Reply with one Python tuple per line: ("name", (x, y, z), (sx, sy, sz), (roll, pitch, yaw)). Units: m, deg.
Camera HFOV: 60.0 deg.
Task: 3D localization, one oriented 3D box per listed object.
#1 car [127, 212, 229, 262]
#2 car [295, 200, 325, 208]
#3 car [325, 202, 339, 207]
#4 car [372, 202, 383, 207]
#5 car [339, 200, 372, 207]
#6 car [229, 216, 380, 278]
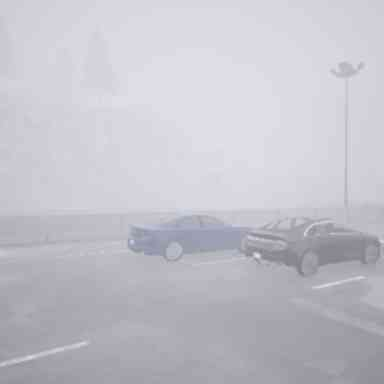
("car", (0.152, 1.475, 12.096), (5.008, 1.535, 1.882), (0, 0, -33))
("car", (15.990, 1.701, 43.809), (4.718, 1.301, 1.895), (0, 0, -21))
("car", (19.150, 1.685, 41.240), (4.181, 1.385, 1.994), (0, 0, -21))
("car", (21.685, 1.492, 34.724), (4.553, 1.767, 2.097), (0, 0, -21))
("car", (19.512, 1.725, 37.677), (4.718, 1.301, 1.895), (0, 0, -21))
("car", (3.821, 1.514, 10.243), (4.902, 1.511, 2.128), (0, 0, -32))
